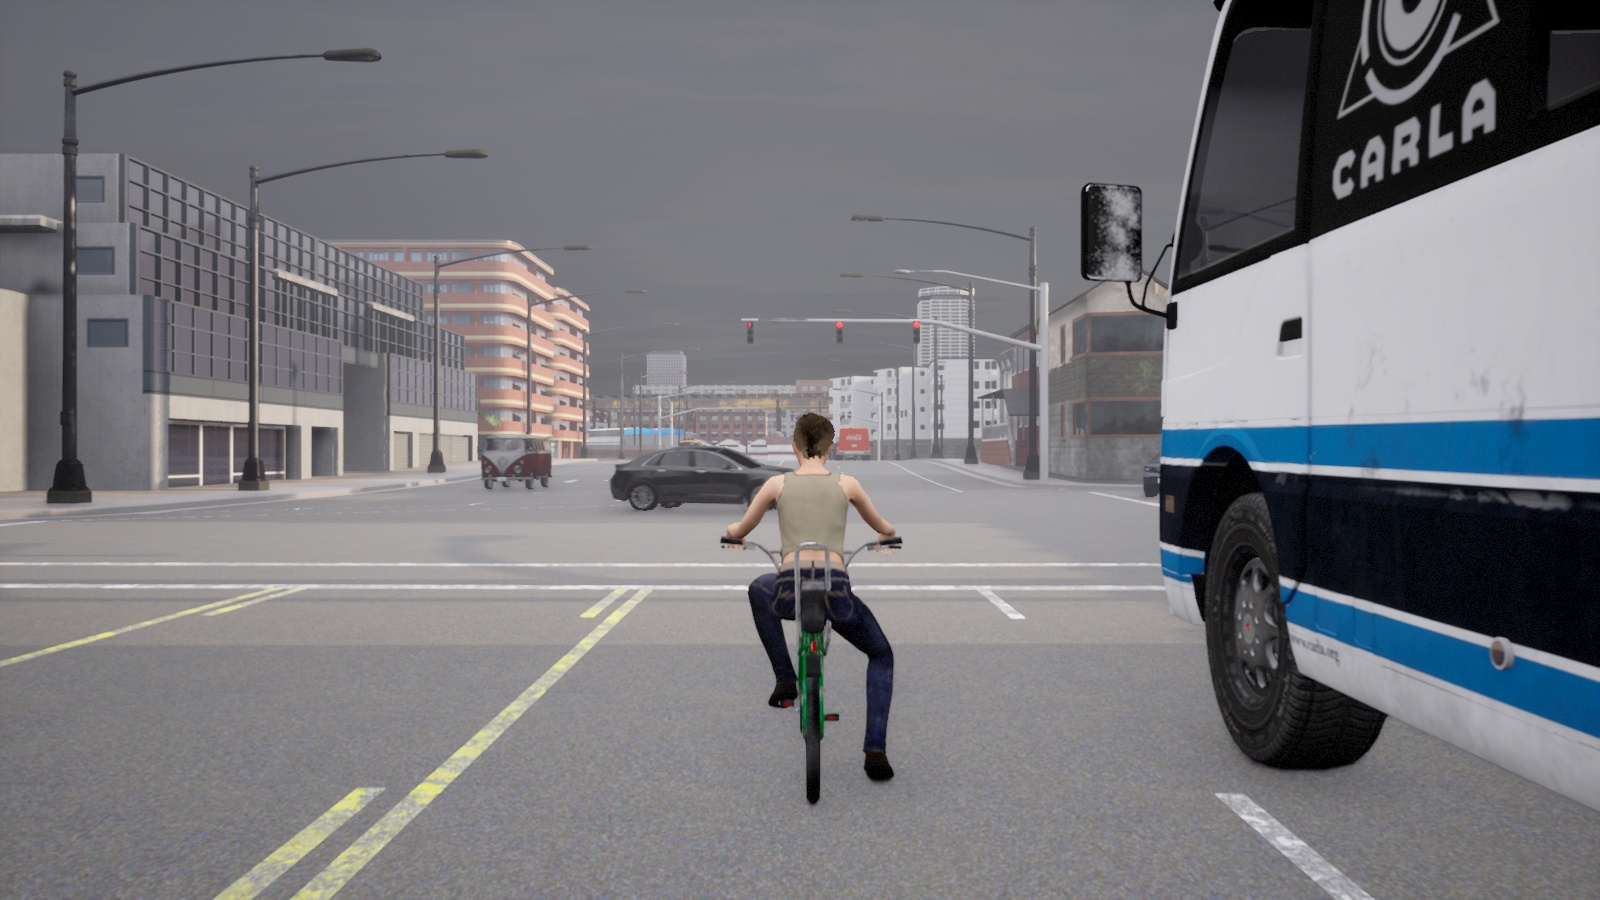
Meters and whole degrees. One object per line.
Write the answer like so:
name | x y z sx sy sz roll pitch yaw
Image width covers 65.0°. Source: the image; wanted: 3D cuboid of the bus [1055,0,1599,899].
bus | 3.564 -0.648 2.769 3.944 4.253 10.273 0 0 0

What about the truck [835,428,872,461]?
truck | 4.056 -0.392 96.254 2.627 2.467 5.204 0 -1 0

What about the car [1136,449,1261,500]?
car | 12.219 0.725 38.367 4.193 1.474 1.816 0 0 -43

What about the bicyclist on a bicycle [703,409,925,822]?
bicyclist on a bicycle | 0.053 0.641 5.654 0.866 1.612 1.509 0 0 0

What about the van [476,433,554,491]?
van | -10.232 0.399 45.334 1.775 1.987 4.442 0 0 0

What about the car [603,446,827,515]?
car | -1.966 0.677 29.428 4.892 1.490 1.837 0 1 16
